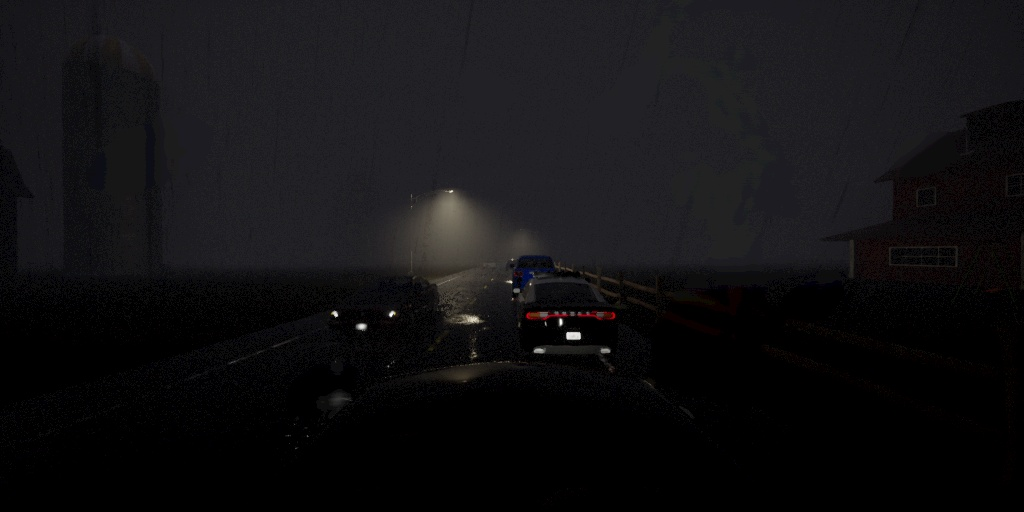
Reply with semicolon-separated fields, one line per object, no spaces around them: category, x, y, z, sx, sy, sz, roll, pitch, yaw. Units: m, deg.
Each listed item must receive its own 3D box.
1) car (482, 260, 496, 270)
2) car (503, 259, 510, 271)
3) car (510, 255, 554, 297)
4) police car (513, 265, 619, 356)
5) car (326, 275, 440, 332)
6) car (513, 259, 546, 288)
car;-3.481;1.323;54.613;1.812;1.442;4.674;0;0;0
car;0.153;1.267;50.385;1.882;1.535;5.008;0;0;1
car;1.088;0.977;18.693;2.150;2.045;5.566;0;0;0
police car;1.067;1.175;8.771;1.930;1.638;5.238;0;0;0
car;-3.577;1.297;11.183;2.033;1.411;5.357;0;0;0
car;1.098;1.107;24.633;2.097;1.767;4.553;0;0;0
